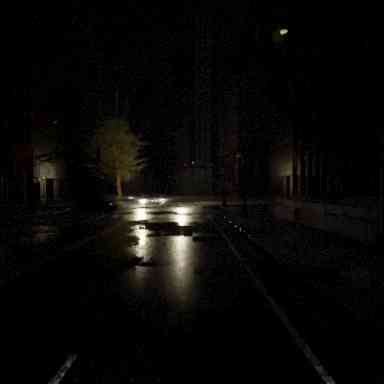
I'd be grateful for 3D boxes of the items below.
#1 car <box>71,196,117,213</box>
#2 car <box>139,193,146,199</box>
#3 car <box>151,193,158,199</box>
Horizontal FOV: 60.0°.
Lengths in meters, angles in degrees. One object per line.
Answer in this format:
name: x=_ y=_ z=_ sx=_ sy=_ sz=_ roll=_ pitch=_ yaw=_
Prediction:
car: x=-10.377 y=1.255 z=35.506 sx=4.553 sy=1.767 sz=2.097 roll=0 pitch=0 yaw=0
car: x=-13.627 y=1.038 z=92.046 sx=2.128 sy=1.511 sz=4.902 roll=0 pitch=0 yaw=-9
car: x=-10.415 y=1.037 z=92.541 sx=2.128 sy=1.511 sz=4.902 roll=0 pitch=0 yaw=-9
